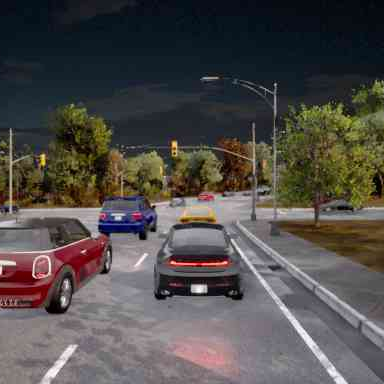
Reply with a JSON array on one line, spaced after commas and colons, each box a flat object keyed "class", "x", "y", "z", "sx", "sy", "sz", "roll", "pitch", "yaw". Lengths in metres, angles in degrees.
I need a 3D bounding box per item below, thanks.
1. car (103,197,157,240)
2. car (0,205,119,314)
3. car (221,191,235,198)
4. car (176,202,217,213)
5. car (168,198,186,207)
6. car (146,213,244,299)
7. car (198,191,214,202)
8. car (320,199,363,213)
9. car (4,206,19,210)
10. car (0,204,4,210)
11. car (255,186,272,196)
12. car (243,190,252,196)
[{"class": "car", "x": -3.181, "y": 1.260, "z": 17.364, "sx": 2.150, "sy": 2.045, "sz": 5.566, "roll": 0, "pitch": 0, "yaw": 2}, {"class": "car", "x": -3.353, "y": 1.363, "z": 7.801, "sx": 2.097, "sy": 1.767, "sz": 4.553, "roll": 0, "pitch": 0, "yaw": 1}, {"class": "car", "x": 8.834, "y": 0.589, "z": 81.351, "sx": 2.033, "sy": 1.411, "sz": 5.357, "roll": 0, "pitch": 3, "yaw": 28}, {"class": "car", "x": 0.348, "y": 1.518, "z": 17.846, "sx": 1.882, "sy": 1.535, "sz": 5.008, "roll": 0, "pitch": 0, "yaw": 2}, {"class": "car", "x": -2.265, "y": 1.659, "z": 53.238, "sx": 1.812, "sy": 1.442, "sz": 4.674, "roll": 0, "pitch": 0, "yaw": 14}, {"class": "car", "x": 0.154, "y": 1.517, "z": 8.467, "sx": 1.837, "sy": 1.490, "sz": 4.892, "roll": 0, "pitch": 0, "yaw": 1}, {"class": "car", "x": 2.972, "y": 0.968, "z": 69.216, "sx": 2.150, "sy": 2.045, "sz": 5.566, "roll": 0, "pitch": 2, "yaw": 21}, {"class": "car", "x": 16.385, "y": 1.534, "z": 37.011, "sx": 4.902, "sy": 1.511, "sz": 2.128, "roll": -1, "pitch": 0, "yaw": 4}, {"class": "car", "x": -21.174, "y": 1.827, "z": 35.662, "sx": 4.718, "sy": 1.301, "sz": 1.895, "roll": -1, "pitch": 0, "yaw": 3}, {"class": "car", "x": -21.519, "y": 1.709, "z": 32.172, "sx": 4.902, "sy": 1.511, "sz": 2.128, "roll": -1, "pitch": 0, "yaw": 4}, {"class": "car", "x": 17.947, "y": 0.150, "z": 83.044, "sx": 1.882, "sy": 1.535, "sz": 5.008, "roll": 0, "pitch": 3, "yaw": 33}, {"class": "car", "x": 14.627, "y": 0.267, "z": 84.324, "sx": 1.994, "sy": 1.385, "sz": 4.181, "roll": 0, "pitch": 3, "yaw": 33}]
